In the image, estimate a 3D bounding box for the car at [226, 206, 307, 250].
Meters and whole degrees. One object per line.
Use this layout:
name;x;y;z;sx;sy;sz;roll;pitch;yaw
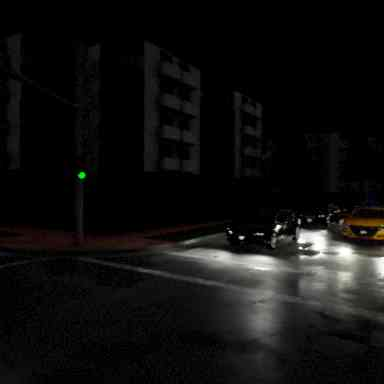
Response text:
car;3.228;1.462;14.407;1.837;1.490;4.892;1;0;35

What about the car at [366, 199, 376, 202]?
car;14.246;1.462;23.952;1.882;1.535;5.008;1;0;39

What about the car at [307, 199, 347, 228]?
car;8.508;1.447;22.138;2.128;1.511;4.902;1;0;35

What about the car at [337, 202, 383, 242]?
car;8.769;1.461;16.384;1.882;1.535;5.008;1;0;34

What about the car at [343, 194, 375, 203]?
car;14.847;1.182;30.016;5.566;2.045;2.150;0;0;-45
